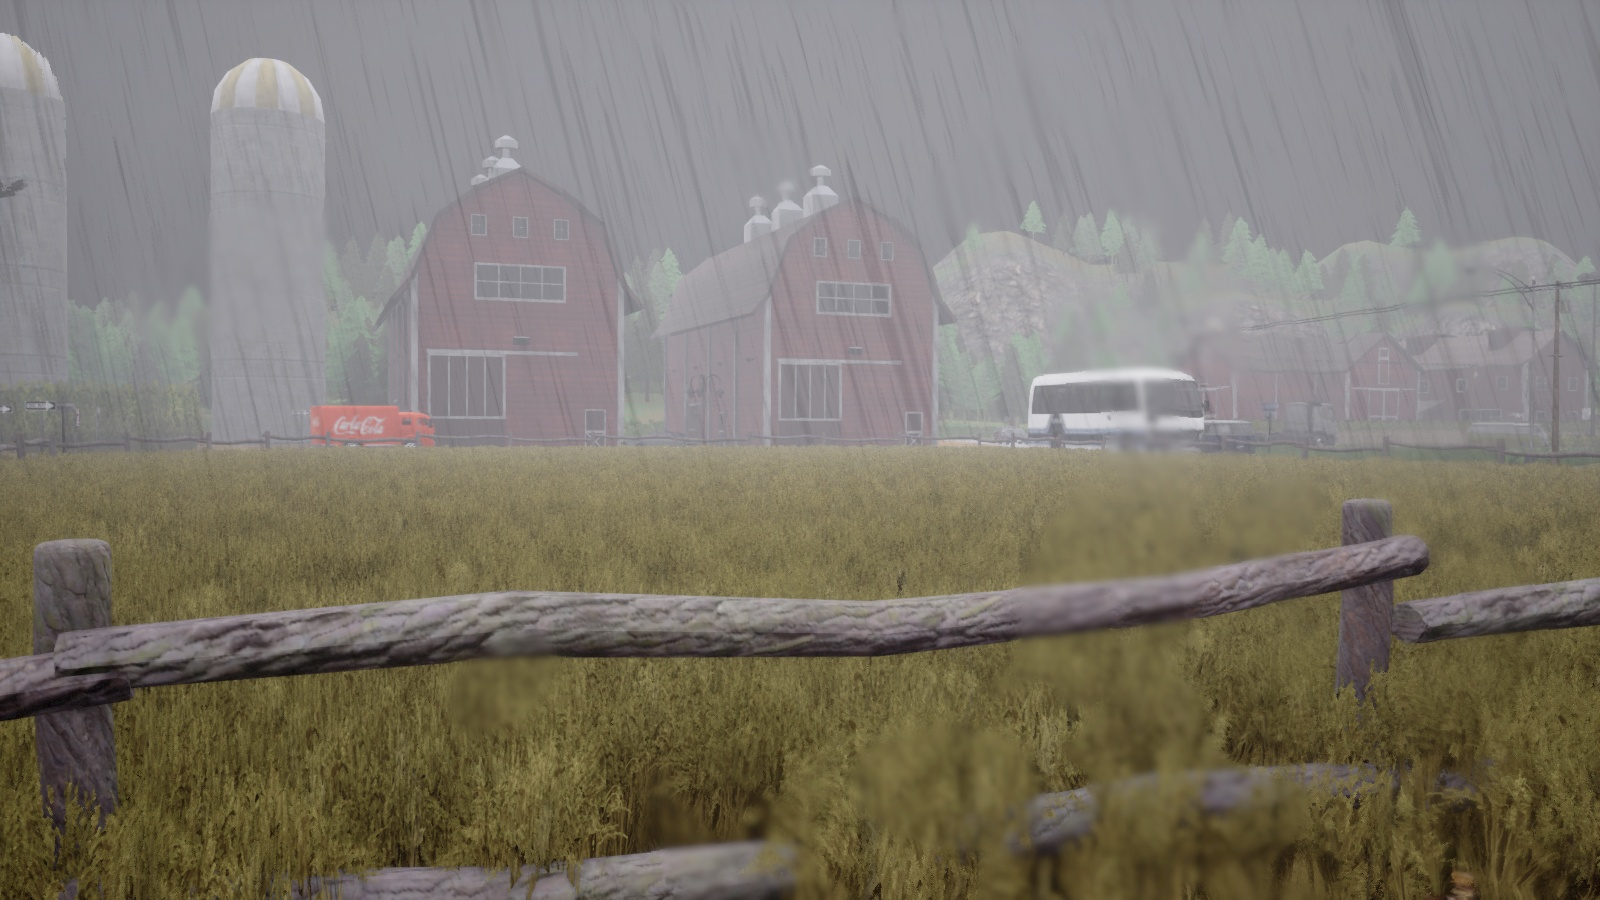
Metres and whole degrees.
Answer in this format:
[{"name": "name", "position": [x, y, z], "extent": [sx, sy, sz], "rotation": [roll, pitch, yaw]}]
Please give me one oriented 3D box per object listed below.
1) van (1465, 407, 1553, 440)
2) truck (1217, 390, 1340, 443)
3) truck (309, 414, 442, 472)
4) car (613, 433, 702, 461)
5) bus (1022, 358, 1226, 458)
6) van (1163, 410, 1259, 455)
[{"name": "van", "position": [44.666, -1.663, 79.166], "extent": [1.775, 1.987, 4.442], "rotation": [-2, 1, -40]}, {"name": "truck", "position": [32.898, -2.322, 86.257], "extent": [7.936, 3.462, 2.891], "rotation": [-2, 1, -21]}, {"name": "truck", "position": [-19.246, -0.350, 56.948], "extent": [5.204, 2.467, 2.627], "rotation": [-2, 1, -32]}, {"name": "car", "position": [-7.499, -0.179, 66.055], "extent": [4.181, 1.385, 1.994], "rotation": [-1, 1, -24]}, {"name": "bus", "position": [14.802, -1.875, 58.622], "extent": [3.944, 4.253, 10.273], "rotation": [-1, 1, -21]}, {"name": "van", "position": [18.880, -0.803, 57.828], "extent": [1.775, 1.987, 4.442], "rotation": [-1, 1, -21]}]
